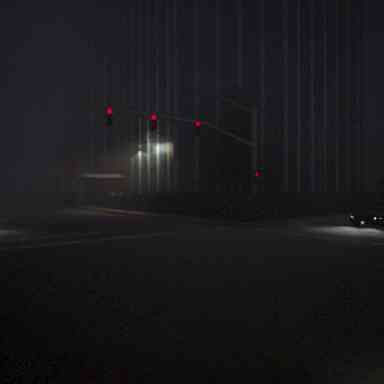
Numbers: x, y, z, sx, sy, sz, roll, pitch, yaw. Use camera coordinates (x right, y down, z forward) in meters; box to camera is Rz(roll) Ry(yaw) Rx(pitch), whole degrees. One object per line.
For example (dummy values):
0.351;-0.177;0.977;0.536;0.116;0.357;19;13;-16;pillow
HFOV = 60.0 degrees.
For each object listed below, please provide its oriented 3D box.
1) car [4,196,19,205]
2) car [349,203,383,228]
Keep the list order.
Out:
-31.155;1.429;57.267;1.882;1.535;5.008;0;0;-36;car
12.167;1.404;21.309;5.357;1.411;2.033;0;0;-38;car
